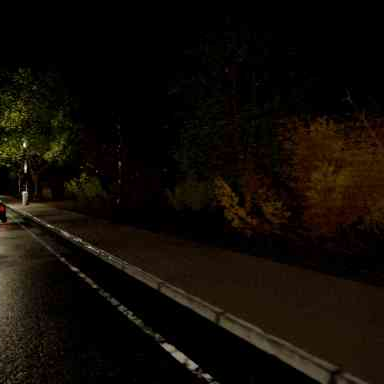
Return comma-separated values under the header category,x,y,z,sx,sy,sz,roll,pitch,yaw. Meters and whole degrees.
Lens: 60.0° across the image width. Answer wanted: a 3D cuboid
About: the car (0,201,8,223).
category,x,y,z,sx,sy,sz,roll,pitch,yaw
car,-13.621,1.110,22.179,2.097,1.767,4.553,-3,2,-32
